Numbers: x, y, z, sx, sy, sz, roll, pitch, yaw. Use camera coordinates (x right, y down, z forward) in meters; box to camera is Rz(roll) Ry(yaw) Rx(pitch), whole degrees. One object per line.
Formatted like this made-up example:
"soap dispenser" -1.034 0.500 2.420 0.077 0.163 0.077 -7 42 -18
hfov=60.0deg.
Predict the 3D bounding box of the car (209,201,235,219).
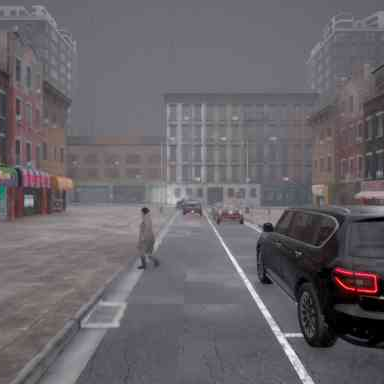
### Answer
"car" 2.630 1.567 30.084 2.008 1.369 4.403 0 0 0

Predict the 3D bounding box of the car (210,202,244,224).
"car" 2.634 1.452 24.580 1.967 1.590 4.097 0 0 0

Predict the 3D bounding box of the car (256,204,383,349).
"car" 2.747 1.226 6.426 2.150 2.045 5.566 0 0 0

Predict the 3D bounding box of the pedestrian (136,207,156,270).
"pedestrian" -1.327 1.296 9.686 0.375 1.860 0.375 0 -1 0

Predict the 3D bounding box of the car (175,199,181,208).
"car" -0.872 1.520 44.335 2.128 1.511 4.902 1 0 -14

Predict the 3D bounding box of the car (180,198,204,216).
"car" 0.069 1.523 32.703 1.837 1.490 4.892 0 0 0
